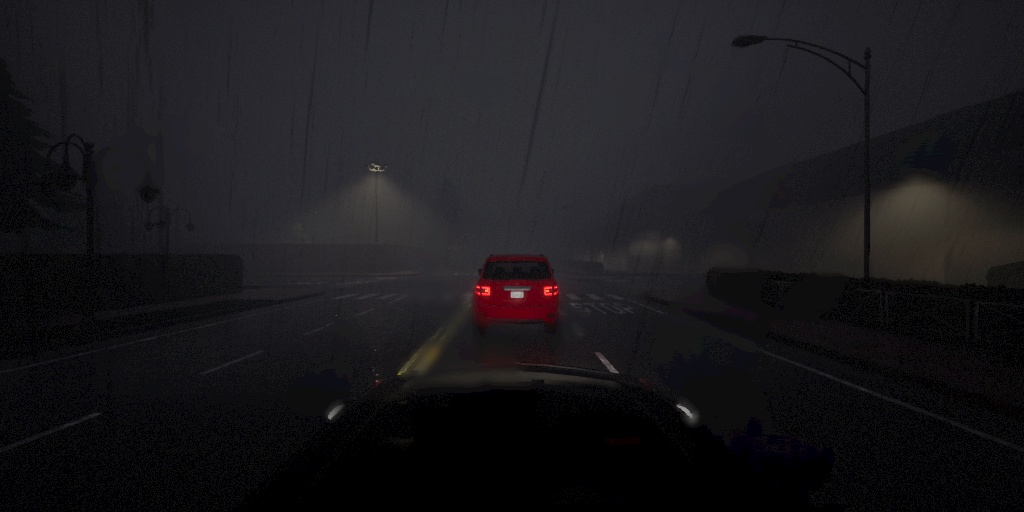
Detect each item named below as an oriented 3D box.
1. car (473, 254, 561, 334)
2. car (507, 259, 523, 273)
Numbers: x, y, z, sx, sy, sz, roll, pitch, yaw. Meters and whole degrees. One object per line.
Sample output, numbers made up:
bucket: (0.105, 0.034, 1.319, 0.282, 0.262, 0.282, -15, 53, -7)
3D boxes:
car: (0.124, 0.971, 10.800, 2.150, 2.045, 5.566, 0, 0, 0)
car: (0.368, 1.228, 45.650, 1.882, 1.535, 5.008, 0, 0, 1)
